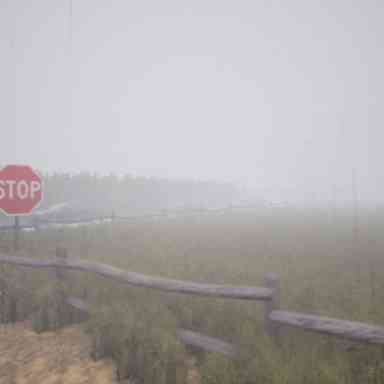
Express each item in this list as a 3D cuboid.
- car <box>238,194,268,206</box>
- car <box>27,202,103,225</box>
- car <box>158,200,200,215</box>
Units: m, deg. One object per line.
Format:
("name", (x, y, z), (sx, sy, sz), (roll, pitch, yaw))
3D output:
("car", (8.272, 1.318, 44.773), (2.150, 2.045, 5.566), (0, 0, 36))
("car", (-8.245, 1.419, 21.978), (1.882, 1.535, 5.008), (0, -1, 36))
("car", (-1.175, 1.531, 31.795), (2.128, 1.511, 4.902), (0, -1, 36))
